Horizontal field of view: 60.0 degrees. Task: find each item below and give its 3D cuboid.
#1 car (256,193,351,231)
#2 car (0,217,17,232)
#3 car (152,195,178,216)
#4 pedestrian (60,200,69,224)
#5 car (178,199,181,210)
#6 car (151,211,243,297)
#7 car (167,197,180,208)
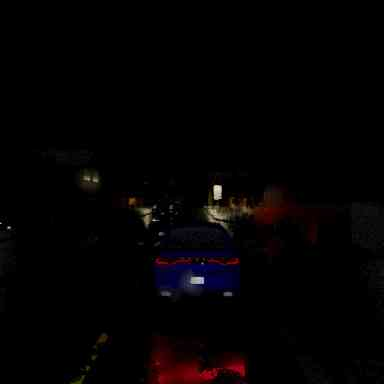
[{"bbox_3d":[6.467,1.107,18.984,5.566,2.045,2.150,-1,-2,1],"label":"car"},{"bbox_3d":[-13.181,1.696,19.247,5.357,1.411,2.033,-1,-2,1],"label":"car"},{"bbox_3d":[-2.802,1.469,33.914,2.097,1.767,4.553,0,0,0],"label":"car"},{"bbox_3d":[-9.635,1.454,25.085,0.375,1.860,0.375,0,-1,1],"label":"pedestrian"},{"bbox_3d":[-2.801,1.411,43.724,2.150,2.045,5.566,0,0,0],"label":"car"},{"bbox_3d":[0.107,1.492,8.640,1.882,1.535,5.008,0,0,0],"label":"car"},{"bbox_3d":[-2.936,1.643,53.899,2.097,1.767,4.553,0,-1,-2],"label":"car"}]
